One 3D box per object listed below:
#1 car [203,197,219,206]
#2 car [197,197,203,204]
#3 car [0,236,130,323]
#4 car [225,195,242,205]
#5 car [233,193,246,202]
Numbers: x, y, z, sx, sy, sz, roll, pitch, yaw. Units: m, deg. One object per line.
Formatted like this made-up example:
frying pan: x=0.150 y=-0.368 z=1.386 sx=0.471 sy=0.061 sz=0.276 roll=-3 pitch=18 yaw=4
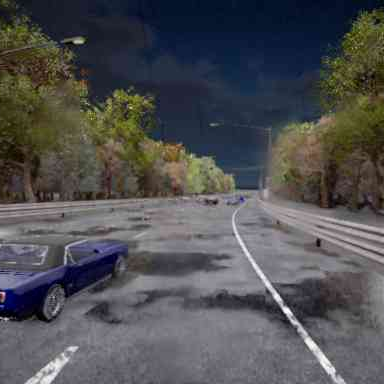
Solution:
car: x=3.763 y=1.657 z=60.246 sx=1.882 sy=1.535 sz=5.008 roll=0 pitch=0 yaw=11
car: x=2.211 y=1.703 z=70.539 sx=2.128 sy=1.511 sz=4.902 roll=0 pitch=0 yaw=11
car: x=-3.021 y=1.616 z=7.306 sx=1.895 sy=1.301 sz=4.718 roll=0 pitch=0 yaw=11
car: x=7.926 y=1.779 z=63.291 sx=1.994 sy=1.385 sz=4.181 roll=0 pitch=0 yaw=11
car: x=11.488 y=1.487 z=81.505 sx=2.150 sy=2.045 sz=5.566 roll=0 pitch=0 yaw=11
